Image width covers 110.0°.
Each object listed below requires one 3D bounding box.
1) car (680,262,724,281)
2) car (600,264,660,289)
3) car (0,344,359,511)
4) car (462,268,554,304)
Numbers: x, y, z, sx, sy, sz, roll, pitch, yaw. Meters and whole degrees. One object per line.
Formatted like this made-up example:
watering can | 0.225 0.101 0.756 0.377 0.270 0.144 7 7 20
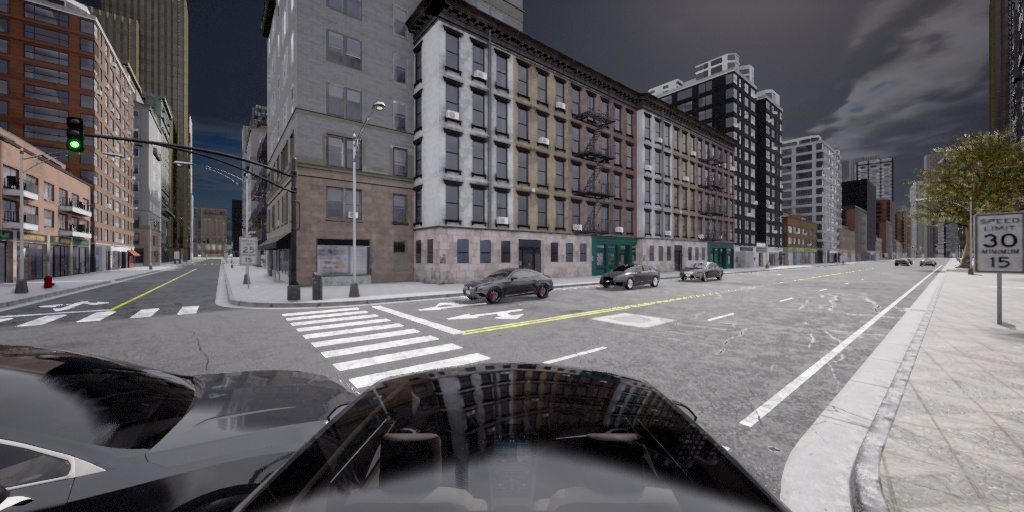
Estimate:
car | 15.615 1.236 29.451 4.902 1.511 2.128 0 0 -39
car | 7.616 1.258 22.968 4.892 1.490 1.837 0 0 -39
car | -3.225 1.257 1.754 4.892 1.490 1.837 0 0 -35
car | -0.066 1.287 16.731 4.674 1.442 1.812 0 0 -39
